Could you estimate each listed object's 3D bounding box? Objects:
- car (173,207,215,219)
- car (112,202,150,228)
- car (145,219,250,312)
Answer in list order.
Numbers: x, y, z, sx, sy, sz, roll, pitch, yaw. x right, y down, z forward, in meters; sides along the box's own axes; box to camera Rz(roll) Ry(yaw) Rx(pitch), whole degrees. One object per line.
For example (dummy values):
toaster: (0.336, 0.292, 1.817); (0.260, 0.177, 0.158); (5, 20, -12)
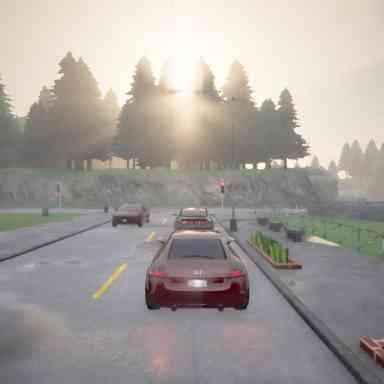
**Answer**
car: (0.091, 1.505, 16.721); (1.837, 1.490, 4.892); (0, 0, 0)
car: (-4.043, 1.477, 22.573); (1.882, 1.535, 5.008); (0, 0, 0)
car: (0.096, 1.564, 7.809); (1.994, 1.385, 4.181); (0, 0, 0)
